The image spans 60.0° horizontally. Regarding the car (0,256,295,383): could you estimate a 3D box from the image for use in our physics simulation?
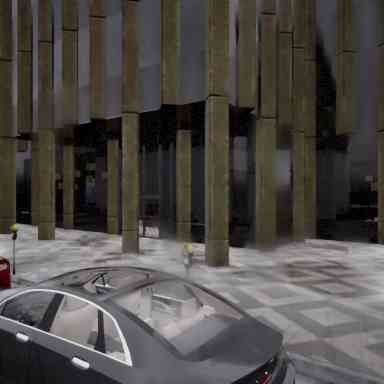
[{"bbox_3d":[-1.120,1.551,3.767,4.403,1.369,2.008,0,0,36],"label":"car"}]
